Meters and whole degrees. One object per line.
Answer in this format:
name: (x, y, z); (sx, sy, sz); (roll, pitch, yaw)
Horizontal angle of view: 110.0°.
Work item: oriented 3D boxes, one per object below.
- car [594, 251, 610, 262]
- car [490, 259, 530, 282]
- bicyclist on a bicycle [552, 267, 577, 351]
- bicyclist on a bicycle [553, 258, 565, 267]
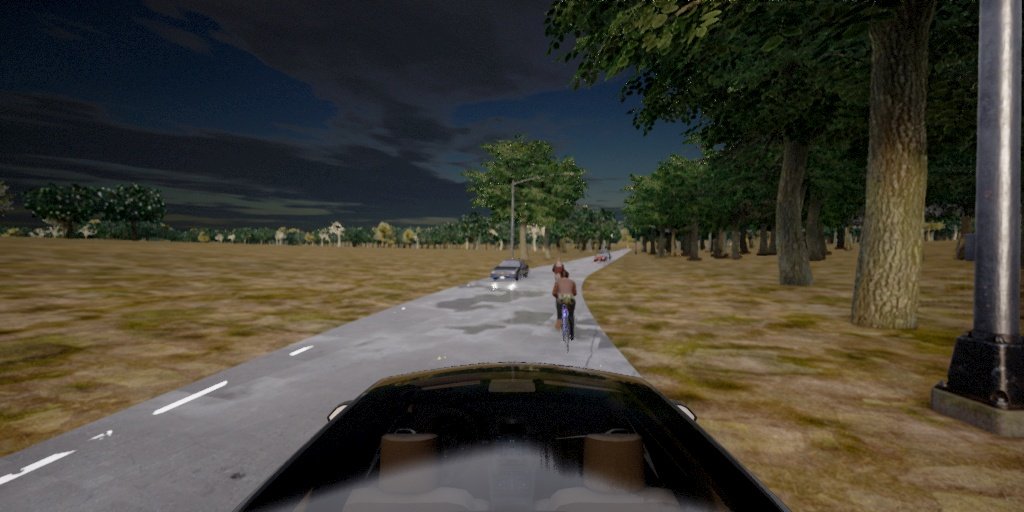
car: (15.203, 0.325, 61.308); (1.895, 1.301, 4.718); (1, 2, 19)
car: (0.012, 0.953, 25.663); (2.033, 1.411, 5.357); (1, 1, 14)
bicyclist on a bicycle: (1.162, 1.150, 7.840); (0.582, 1.620, 1.656); (0, 0, 4)
bicyclist on a bicycle: (2.157, 0.965, 16.409); (0.659, 1.776, 1.843); (1, 1, 9)
